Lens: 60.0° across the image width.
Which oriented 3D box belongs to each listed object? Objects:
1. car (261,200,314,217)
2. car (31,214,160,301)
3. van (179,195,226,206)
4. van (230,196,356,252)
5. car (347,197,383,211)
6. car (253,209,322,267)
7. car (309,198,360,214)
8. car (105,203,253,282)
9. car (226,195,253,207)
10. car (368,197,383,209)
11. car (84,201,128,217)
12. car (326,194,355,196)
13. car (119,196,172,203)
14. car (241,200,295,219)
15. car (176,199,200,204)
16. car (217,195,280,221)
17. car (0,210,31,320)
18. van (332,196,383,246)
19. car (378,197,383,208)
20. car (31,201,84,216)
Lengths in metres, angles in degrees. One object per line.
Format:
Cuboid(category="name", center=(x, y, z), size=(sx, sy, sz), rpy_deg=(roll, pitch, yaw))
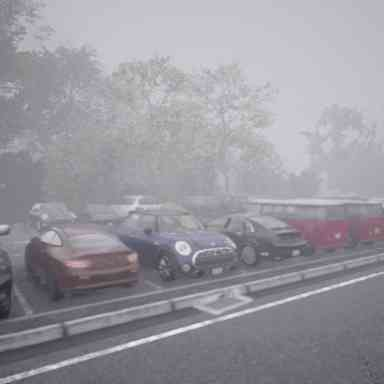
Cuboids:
Cuboid(category="car", center=(9.490, 1.600, 33.335), size=(2.163, 1.488, 4.792), rpy_deg=(0, 0, -36))
Cuboid(category="car", center=(-2.922, 1.528, 8.441), size=(2.002, 1.452, 4.674), rpy_deg=(0, 0, -36))
Cuboid(category="van", center=(0.361, 1.319, 27.000), size=(1.878, 1.987, 4.442), rpy_deg=(0, 0, -36))
Cuboid(category="van", center=(3.855, 1.297, 13.425), size=(1.878, 1.987, 4.442), rpy_deg=(0, 0, -36))
Cuboid(category="car", center=(23.025, 1.521, 43.038), size=(2.097, 1.535, 5.008), rpy_deg=(0, 0, -36))
Cuboid(category="car", center=(1.644, 1.512, 11.695), size=(2.231, 1.521, 4.892), rpy_deg=(0, 0, -36))
Cuboid(category="car", center=(16.254, 1.553, 38.192), size=(2.231, 1.521, 4.892), rpy_deg=(0, 0, -36))
Cuboid(category="car", center=(-0.659, 1.374, 10.098), size=(2.185, 1.767, 4.553), rpy_deg=(0, 0, -36))
Cuboid(category="car", center=(2.672, 1.305, 28.541), size=(2.435, 2.045, 5.566), rpy_deg=(0, 0, -36))
Cuboid(category="car", center=(27.529, 1.530, 46.281), size=(2.163, 1.488, 4.792), rpy_deg=(0, 0, -36))
Cuboid(category="car", center=(-6.332, 1.540, 22.044), size=(2.163, 1.488, 4.792), rpy_deg=(0, 0, -36))
Cuboid(category="car", center=(8.504, 1.295, 16.564), size=(2.435, 2.045, 5.566), rpy_deg=(0, 0, -36))
Cuboid(category="car", center=(-4.106, 1.271, 23.704), size=(2.435, 2.045, 5.566), rpy_deg=(0, 0, -36))
Cuboid(category="car", center=(7.191, 1.597, 31.766), size=(2.163, 1.488, 4.792), rpy_deg=(0, 0, -35))
Cuboid(category="car", center=(-1.938, 1.530, 25.444), size=(1.946, 1.575, 5.366), rpy_deg=(0, 0, -36))
Cuboid(category="car", center=(4.966, 1.311, 30.108), size=(2.435, 2.045, 5.566), rpy_deg=(0, 0, -36))
Cuboid(category="car", center=(-5.188, 1.225, 6.793), size=(2.435, 2.045, 5.566), rpy_deg=(0, 0, -36))
Cuboid(category="van", center=(6.137, 1.309, 15.053), size=(1.878, 1.987, 4.442), rpy_deg=(0, 0, -36))
Cuboid(category="car", center=(29.913, 1.487, 47.719), size=(1.946, 1.575, 5.366), rpy_deg=(0, 0, -36))
Cuboid(category="car", center=(-8.627, 1.373, 20.480), size=(2.185, 1.767, 4.553), rpy_deg=(0, 0, -36))
